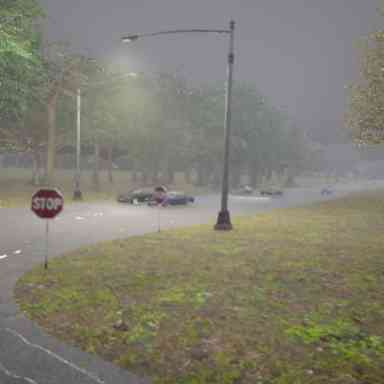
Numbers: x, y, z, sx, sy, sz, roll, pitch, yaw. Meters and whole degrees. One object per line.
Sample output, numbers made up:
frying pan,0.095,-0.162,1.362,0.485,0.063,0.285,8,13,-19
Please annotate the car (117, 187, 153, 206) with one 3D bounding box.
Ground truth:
car,-4.649,0.312,30.475,1.882,1.535,5.008,4,4,35

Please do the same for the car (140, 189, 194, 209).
car,-1.853,0.655,28.394,1.895,1.301,4.718,4,4,35

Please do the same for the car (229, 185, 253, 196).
car,7.059,-0.211,46.793,1.812,1.442,4.674,4,4,36

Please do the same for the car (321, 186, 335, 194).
car,25.140,-0.471,61.409,2.033,1.411,5.357,4,4,29

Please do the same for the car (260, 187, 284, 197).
car,11.241,0.017,46.616,1.895,1.301,4.718,4,4,36
